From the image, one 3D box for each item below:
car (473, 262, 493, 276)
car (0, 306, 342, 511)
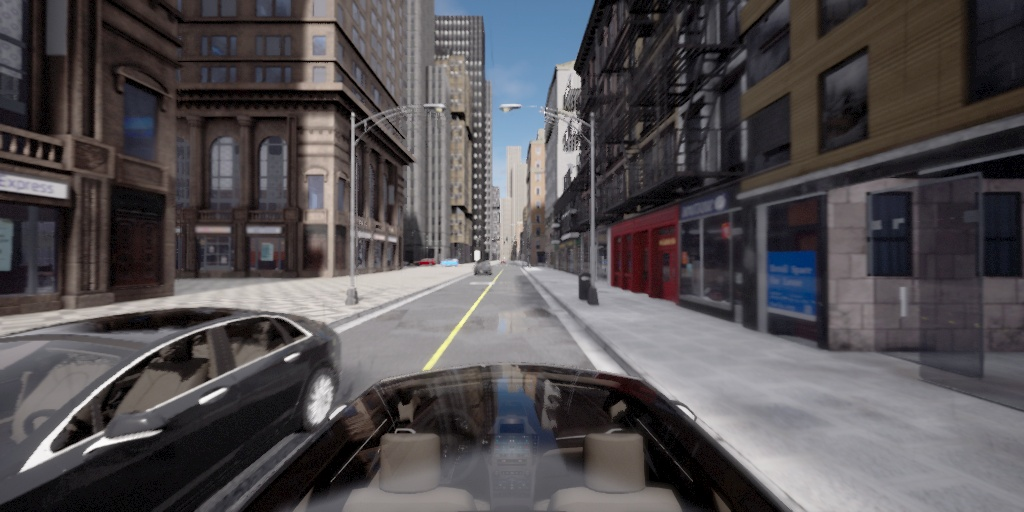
[{"bbox_3d":[-3.097,1.379,39.081,1.837,1.490,4.892,0,0,0],"label":"car"},{"bbox_3d":[-3.101,1.255,2.733,1.837,1.490,4.892,0,0,0],"label":"car"}]
